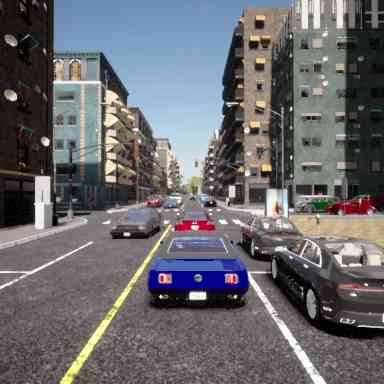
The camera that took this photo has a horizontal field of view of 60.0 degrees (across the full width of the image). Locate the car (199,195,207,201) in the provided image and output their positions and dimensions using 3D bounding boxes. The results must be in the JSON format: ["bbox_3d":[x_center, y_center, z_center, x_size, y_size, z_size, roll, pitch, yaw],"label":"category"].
[{"bbox_3d":[2.903,1.582,89.661,1.887,1.381,4.507,1,0,0],"label":"car"}]

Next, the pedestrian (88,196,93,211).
[{"bbox_3d":[-12.437,1.348,40.663,0.375,1.860,0.375,0,0,1],"label":"pedestrian"}]

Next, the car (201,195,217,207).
[{"bbox_3d":[2.815,1.585,50.664,1.947,1.339,4.313,1,0,0],"label":"car"}]

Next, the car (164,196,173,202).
[{"bbox_3d":[-5.502,1.598,78.578,1.947,1.339,4.313,1,0,0],"label":"car"}]

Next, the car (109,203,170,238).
[{"bbox_3d":[-2.762,1.553,17.892,2.033,1.411,5.357,0,0,5],"label":"car"}]

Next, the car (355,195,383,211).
[{"bbox_3d":[19.375,1.228,37.407,5.009,1.841,2.192,0,0,1],"label":"car"}]

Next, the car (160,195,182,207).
[{"bbox_3d":[-2.993,1.566,48.647,2.033,1.411,5.357,0,0,1],"label":"car"}]

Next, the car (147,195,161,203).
[{"bbox_3d":[-5.561,1.334,50.722,2.192,1.841,5.009,1,0,0],"label":"car"}]

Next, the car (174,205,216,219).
[{"bbox_3d":[0.133,1.570,17.149,1.994,1.385,4.181,0,0,0],"label":"car"}]

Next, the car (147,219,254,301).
[{"bbox_3d":[0.118,1.603,8.286,1.895,1.301,4.718,0,0,0],"label":"car"}]

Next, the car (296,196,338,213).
[{"bbox_3d":[13.413,1.272,34.879,4.553,1.767,2.097,0,-1,1],"label":"car"}]

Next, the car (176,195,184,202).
[{"bbox_3d":[-2.822,1.533,78.999,1.837,1.490,4.892,0,0,0],"label":"car"}]

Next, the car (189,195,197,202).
[{"bbox_3d":[0.179,1.558,79.712,2.128,1.511,4.902,0,0,0],"label":"car"}]

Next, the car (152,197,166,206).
[{"bbox_3d":[-5.552,1.566,56.294,1.887,1.381,4.507,1,0,0],"label":"car"}]

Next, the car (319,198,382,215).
[{"bbox_3d":[13.768,1.413,29.077,4.206,1.307,1.802,0,0,1],"label":"car"}]

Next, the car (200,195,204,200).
[{"bbox_3d":[2.827,1.604,56.234,1.802,1.307,4.206,1,0,0],"label":"car"}]

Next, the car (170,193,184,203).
[{"bbox_3d":[-2.946,1.244,58.648,2.150,2.045,5.566,0,0,1],"label":"car"}]

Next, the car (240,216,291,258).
[{"bbox_3d":[2.858,1.555,12.471,2.008,1.369,4.403,1,0,0],"label":"car"}]

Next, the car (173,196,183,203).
[{"bbox_3d":[-2.854,1.591,68.590,1.994,1.385,4.181,0,0,0],"label":"car"}]

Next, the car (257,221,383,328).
[{"bbox_3d":[2.846,1.553,6.901,2.008,1.369,4.403,1,0,0],"label":"car"}]

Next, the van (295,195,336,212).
[{"bbox_3d":[13.848,1.296,37.459,3.998,1.788,1.690,0,0,1],"label":"van"}]

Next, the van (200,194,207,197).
[{"bbox_3d":[2.880,1.373,78.520,1.690,1.788,3.998,1,0,0],"label":"van"}]

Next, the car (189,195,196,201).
[{"bbox_3d":[0.203,1.562,90.095,1.812,1.442,4.674,0,0,0],"label":"car"}]
